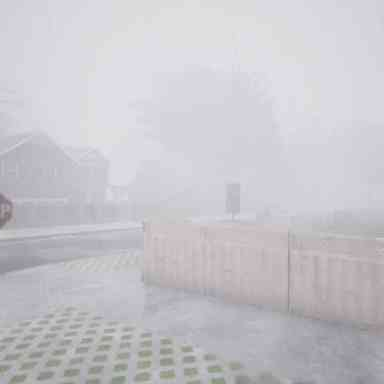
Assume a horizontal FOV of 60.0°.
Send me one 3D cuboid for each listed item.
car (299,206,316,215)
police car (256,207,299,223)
[{"bbox_3d":[15.550,2.642,45.856,1.994,1.385,4.181,1,-1,36],"label":"car"},{"bbox_3d":[7.741,2.190,30.547,2.038,1.542,4.974,1,-1,36],"label":"police car"}]
